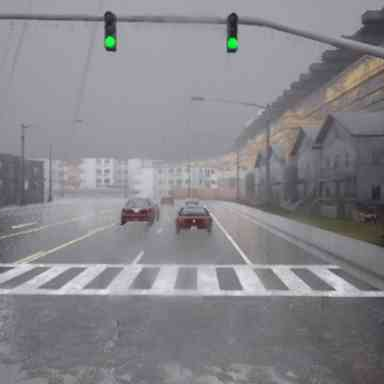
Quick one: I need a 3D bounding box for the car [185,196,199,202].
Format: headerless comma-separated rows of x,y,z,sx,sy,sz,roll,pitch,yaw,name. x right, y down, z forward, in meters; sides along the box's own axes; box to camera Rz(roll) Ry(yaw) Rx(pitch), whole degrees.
-0.066,1.255,49.333,1.895,1.301,4.718,0,0,-3,car

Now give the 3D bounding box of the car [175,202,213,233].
0.097,1.469,18.741,1.895,1.301,4.718,0,0,0,car

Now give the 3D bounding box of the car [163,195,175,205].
-3.633,1.133,49.089,1.882,1.535,5.008,0,1,-3,car

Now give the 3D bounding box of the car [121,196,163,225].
-3.403,1.193,22.604,2.097,1.767,4.553,0,0,0,car
